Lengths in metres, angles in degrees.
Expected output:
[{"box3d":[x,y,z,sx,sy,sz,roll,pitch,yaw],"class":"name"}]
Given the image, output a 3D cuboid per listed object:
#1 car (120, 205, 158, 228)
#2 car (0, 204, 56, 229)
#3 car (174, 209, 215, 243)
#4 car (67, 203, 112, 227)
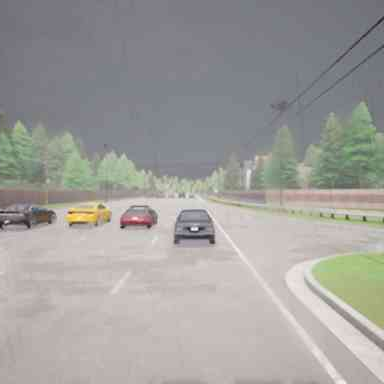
[{"box3d":[-3.395,1.548,21.839,1.994,1.385,4.181,0,0,0],"class":"car"},{"box3d":[-10.396,1.476,21.214,2.128,1.511,4.902,0,0,0],"class":"car"},{"box3d":[0.103,1.535,15.905,2.033,1.411,5.357,0,0,0],"class":"car"},{"box3d":[-6.895,1.461,22.788,1.882,1.535,5.008,0,0,0],"class":"car"}]
